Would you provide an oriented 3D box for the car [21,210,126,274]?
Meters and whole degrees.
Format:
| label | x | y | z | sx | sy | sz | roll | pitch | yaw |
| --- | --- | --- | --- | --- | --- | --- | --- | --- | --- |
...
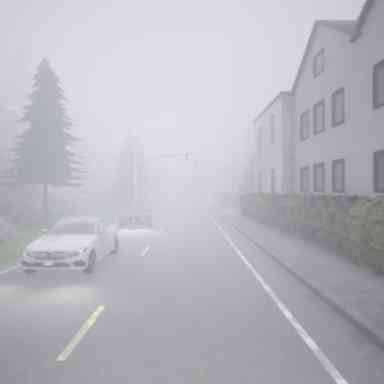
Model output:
| label | x | y | z | sx | sy | sz | roll | pitch | yaw |
| --- | --- | --- | --- | --- | --- | --- | --- | --- | --- |
| car | -3.604 | 1.523 | 10.703 | 1.812 | 1.442 | 4.674 | 0 | 0 | 0 |

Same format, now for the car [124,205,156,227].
| label | x | y | z | sx | sy | sz | roll | pitch | yaw |
| --- | --- | --- | --- | --- | --- | --- | --- | --- | --- |
| car | -3.547 | 1.570 | 22.304 | 1.994 | 1.385 | 4.181 | 0 | 0 | 0 |
